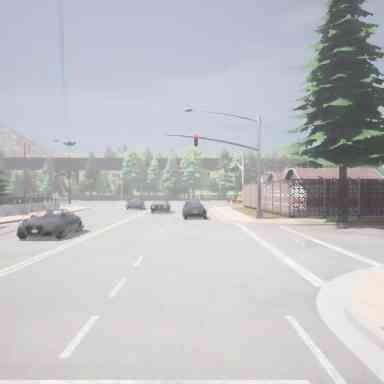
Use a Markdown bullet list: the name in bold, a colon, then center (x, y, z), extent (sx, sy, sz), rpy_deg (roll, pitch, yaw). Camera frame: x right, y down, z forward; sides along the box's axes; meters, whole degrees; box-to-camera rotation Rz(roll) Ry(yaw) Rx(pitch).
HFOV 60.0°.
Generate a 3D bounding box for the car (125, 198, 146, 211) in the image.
- **car**: center (-6.981, 1.525, 41.528), extent (1.812, 1.442, 4.674), rpy_deg (0, 0, 0)

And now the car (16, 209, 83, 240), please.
- **car**: center (-7.086, 1.564, 16.953), extent (1.994, 1.385, 4.181), rpy_deg (0, 0, 0)

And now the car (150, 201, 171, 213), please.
- **car**: center (-3.370, 1.601, 36.467), extent (1.895, 1.301, 4.718), rpy_deg (0, 0, 0)

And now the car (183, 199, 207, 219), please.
- **car**: center (0.201, 1.564, 29.238), extent (1.994, 1.385, 4.181), rpy_deg (0, 0, -2)
